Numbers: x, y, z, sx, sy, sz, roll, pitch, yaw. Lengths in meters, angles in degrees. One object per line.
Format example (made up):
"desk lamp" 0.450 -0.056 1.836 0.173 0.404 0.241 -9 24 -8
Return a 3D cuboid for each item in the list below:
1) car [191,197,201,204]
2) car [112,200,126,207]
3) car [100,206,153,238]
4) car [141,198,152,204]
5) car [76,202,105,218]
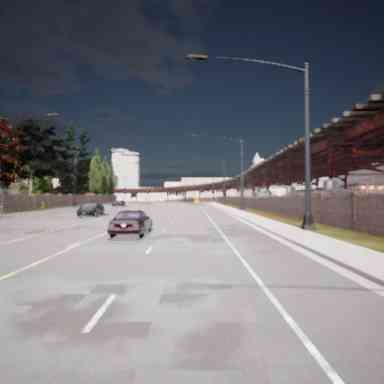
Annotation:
"car" 1.208 2.290 83.299 1.801 1.575 5.366 0 -1 0
"car" -14.025 2.196 63.979 1.994 1.385 4.181 0 -1 0
"car" -3.402 1.739 19.016 2.033 1.411 5.357 0 -1 0
"car" -10.516 2.141 76.662 1.895 1.301 4.718 0 -1 0
"car" -10.598 1.830 35.107 1.882 1.535 5.008 0 -1 0
